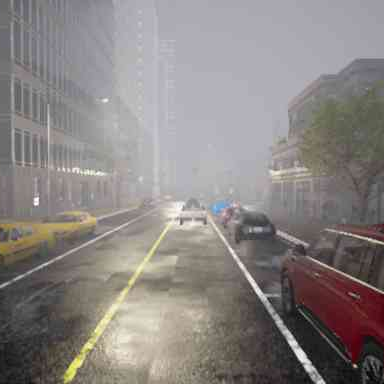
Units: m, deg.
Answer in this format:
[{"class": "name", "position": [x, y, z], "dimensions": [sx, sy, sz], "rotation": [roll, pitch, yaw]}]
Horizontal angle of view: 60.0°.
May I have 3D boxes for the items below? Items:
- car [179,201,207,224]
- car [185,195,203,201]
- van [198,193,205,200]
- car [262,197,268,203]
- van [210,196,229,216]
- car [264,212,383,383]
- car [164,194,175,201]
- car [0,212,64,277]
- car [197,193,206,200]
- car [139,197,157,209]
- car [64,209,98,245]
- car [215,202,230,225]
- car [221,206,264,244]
[{"class": "car", "position": [0.091, 1.558, 24.255], "dimensions": [1.895, 1.301, 4.718], "rotation": [0, 0, 0]}, {"class": "car", "position": [0.081, 1.453, 41.634], "dimensions": [1.812, 1.442, 4.674], "rotation": [0, 0, 0]}, {"class": "van", "position": [2.646, 1.185, 92.399], "dimensions": [1.690, 1.788, 3.998], "rotation": [-1, 0, 0]}, {"class": "car", "position": [16.505, 1.309, 66.471], "dimensions": [5.009, 1.841, 2.192], "rotation": [1, 0, 1]}, {"class": "van", "position": [2.665, 1.286, 32.134], "dimensions": [1.690, 1.788, 3.998], "rotation": [-1, 0, 0]}, {"class": "car", "position": [2.673, 1.308, 4.463], "dimensions": [2.192, 1.841, 5.009], "rotation": [-1, 0, 0]}, {"class": "car", "position": [-5.865, 1.386, 80.993], "dimensions": [1.752, 1.417, 4.829], "rotation": [-1, 0, 0]}, {"class": "car", "position": [-5.706, 1.508, 9.836], "dimensions": [1.752, 1.417, 4.829], "rotation": [-1, 0, 0]}, {"class": "car", "position": [2.649, 1.293, 86.755], "dimensions": [1.967, 1.590, 4.097], "rotation": [-1, 0, 0]}, {"class": "car", "position": [-5.717, 1.365, 43.215], "dimensions": [1.967, 1.590, 4.097], "rotation": [-1, 0, 0]}, {"class": "car", "position": [-5.707, 1.498, 15.371], "dimensions": [1.752, 1.417, 4.829], "rotation": [-1, 0, 0]}, {"class": "car", "position": [2.672, 1.546, 21.066], "dimensions": [1.802, 1.307, 4.206], "rotation": [-1, 0, 0]}, {"class": "car", "position": [2.674, 1.539, 15.531], "dimensions": [1.947, 1.339, 4.313], "rotation": [-1, 0, 0]}]
